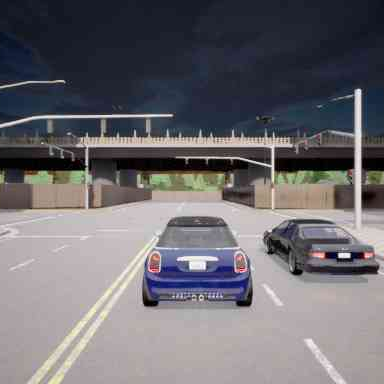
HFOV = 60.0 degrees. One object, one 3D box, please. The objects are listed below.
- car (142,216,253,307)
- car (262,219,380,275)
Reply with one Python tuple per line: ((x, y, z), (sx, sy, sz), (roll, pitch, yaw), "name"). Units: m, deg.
((0.104, 1.352, 8.159), (2.097, 1.767, 4.553), (0, 0, 0), "car")
((3.605, 1.547, 10.378), (2.033, 1.411, 5.357), (0, 0, 0), "car")
